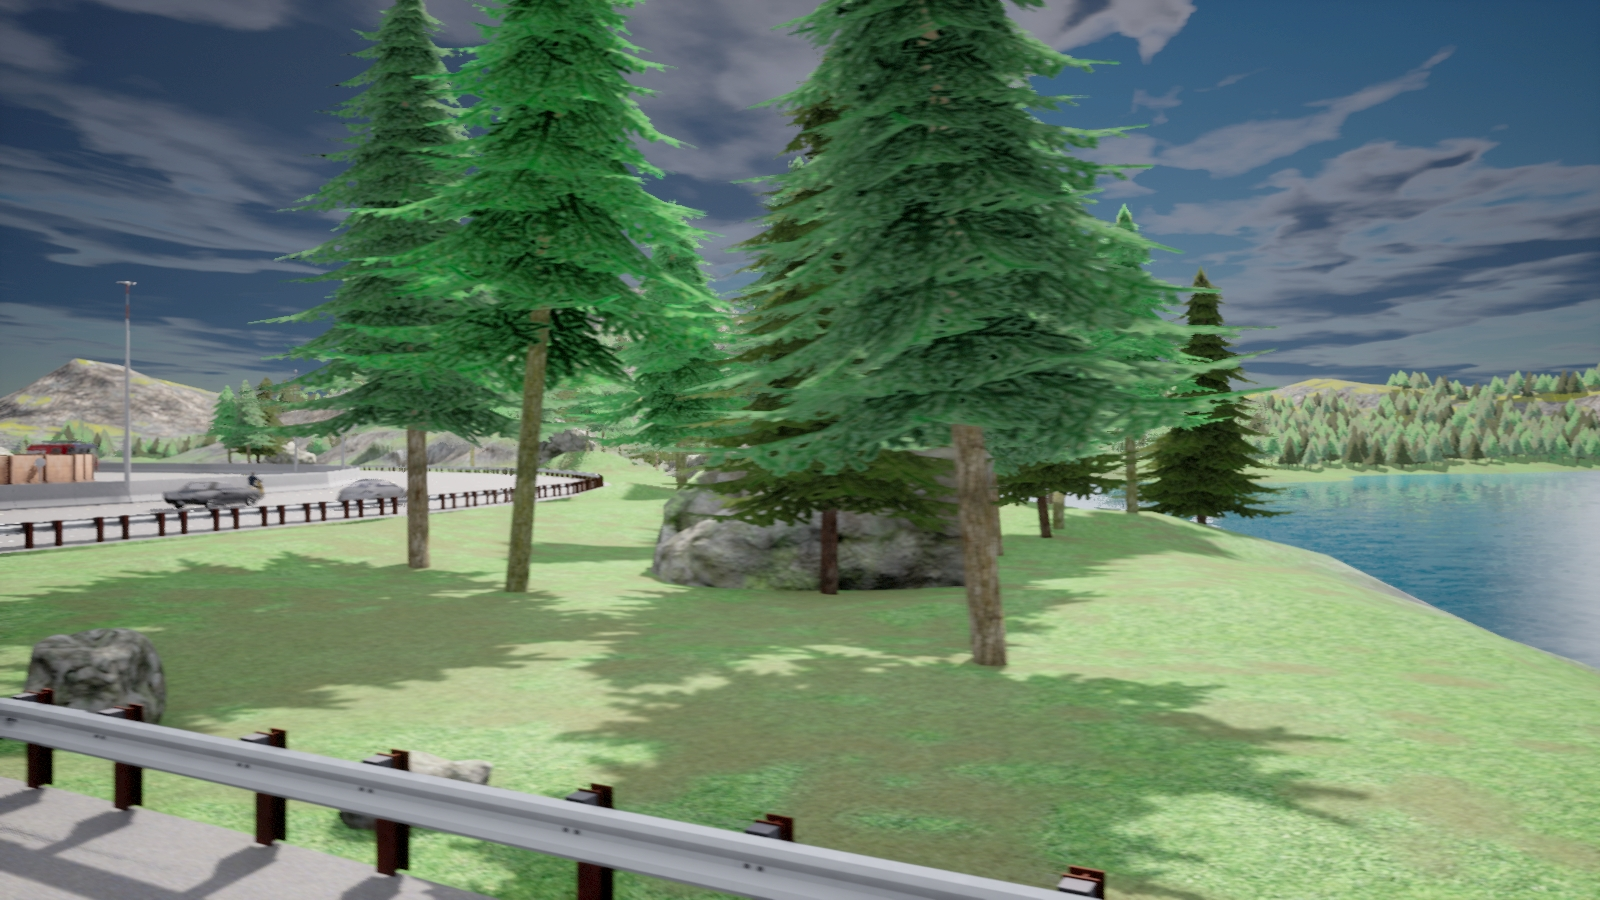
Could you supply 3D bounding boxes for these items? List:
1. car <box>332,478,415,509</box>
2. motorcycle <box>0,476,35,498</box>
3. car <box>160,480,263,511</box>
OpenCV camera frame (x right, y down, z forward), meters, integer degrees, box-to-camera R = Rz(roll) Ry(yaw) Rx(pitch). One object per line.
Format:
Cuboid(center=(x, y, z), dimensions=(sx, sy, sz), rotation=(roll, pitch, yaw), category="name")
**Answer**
Cuboid(center=(-20.941, 2.116, 56.324), dimensions=(1.994, 1.385, 4.181), rotation=(0, 0, 10), category="car")
Cuboid(center=(-46.756, 2.183, 68.165), dimensions=(0.856, 1.236, 1.805), rotation=(-2, 0, 6), category="motorcycle")
Cuboid(center=(-28.289, 2.154, 55.134), dimensions=(1.895, 1.301, 4.718), rotation=(0, 0, 11), category="car")
